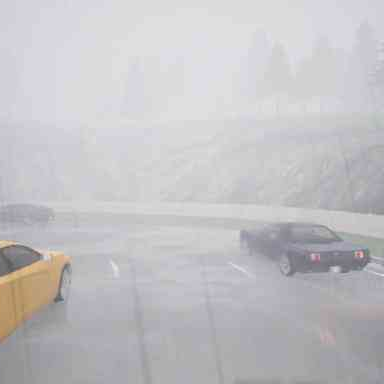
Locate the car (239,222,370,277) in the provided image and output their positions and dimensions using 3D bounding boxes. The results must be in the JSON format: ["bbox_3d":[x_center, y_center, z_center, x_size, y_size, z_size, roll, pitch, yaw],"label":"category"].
[{"bbox_3d":[3.056,1.593,10.308,1.895,1.301,4.718,0,0,-12],"label":"car"}]

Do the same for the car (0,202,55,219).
[{"bbox_3d":[-11.874,1.488,22.561,4.892,1.490,1.837,0,-1,6],"label":"car"}]

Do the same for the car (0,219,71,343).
[{"bbox_3d":[-3.481,1.473,5.203,1.882,1.535,5.008,0,0,-2],"label":"car"}]
